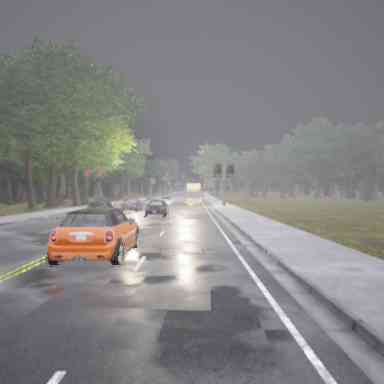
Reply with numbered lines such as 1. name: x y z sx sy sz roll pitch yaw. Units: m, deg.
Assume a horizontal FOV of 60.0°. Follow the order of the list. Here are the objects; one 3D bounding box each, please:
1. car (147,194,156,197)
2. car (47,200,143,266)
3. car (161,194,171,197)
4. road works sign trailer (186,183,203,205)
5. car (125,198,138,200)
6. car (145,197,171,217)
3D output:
1. car: -9.185 1.183 75.752 2.128 1.511 4.902 0 0 1
2. car: -3.135 1.315 11.523 2.097 1.767 4.553 0 0 0
3. car: -5.929 1.156 76.119 1.837 1.490 4.892 0 0 1
4. road works sign trailer: 0.275 0.299 52.991 2.380 3.560 2.880 0 0 1
5. car: -6.464 1.421 35.444 1.812 1.442 4.674 0 0 1
6. car: -3.061 1.438 29.496 1.812 1.442 4.674 0 0 0
